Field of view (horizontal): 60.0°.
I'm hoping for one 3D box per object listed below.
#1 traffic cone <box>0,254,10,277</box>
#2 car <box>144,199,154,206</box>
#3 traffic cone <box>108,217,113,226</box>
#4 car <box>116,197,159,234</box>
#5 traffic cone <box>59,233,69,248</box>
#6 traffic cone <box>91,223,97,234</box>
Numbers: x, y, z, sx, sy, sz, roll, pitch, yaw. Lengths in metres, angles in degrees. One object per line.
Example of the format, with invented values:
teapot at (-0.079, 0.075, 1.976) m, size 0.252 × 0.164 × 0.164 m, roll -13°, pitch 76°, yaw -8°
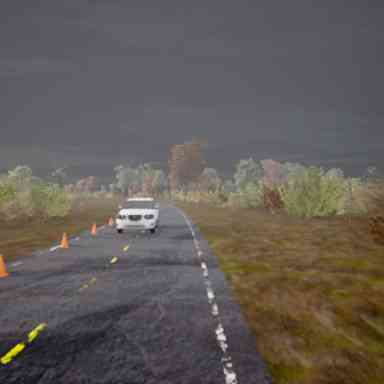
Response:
traffic cone at (-5.311, 2.022, 9.252) m, size 0.340 × 0.580 × 0.340 m, roll 0°, pitch 0°, yaw -1°
car at (-8.996, 2.106, 68.689) m, size 1.895 × 1.301 × 4.718 m, roll 0°, pitch 0°, yaw -10°
traffic cone at (-5.866, 2.129, 24.159) m, size 0.340 × 0.580 × 0.340 m, roll 0°, pitch 0°, yaw -3°
car at (-3.208, 1.368, 20.627) m, size 2.150 × 2.045 × 5.566 m, roll 0°, pitch 0°, yaw -3°
traffic cone at (-5.446, 2.058, 14.223) m, size 0.340 × 0.580 × 0.340 m, roll 0°, pitch 0°, yaw -2°
traffic cone at (-5.631, 2.093, 19.192) m, size 0.340 × 0.580 × 0.340 m, roll 0°, pitch 0°, yaw -2°
